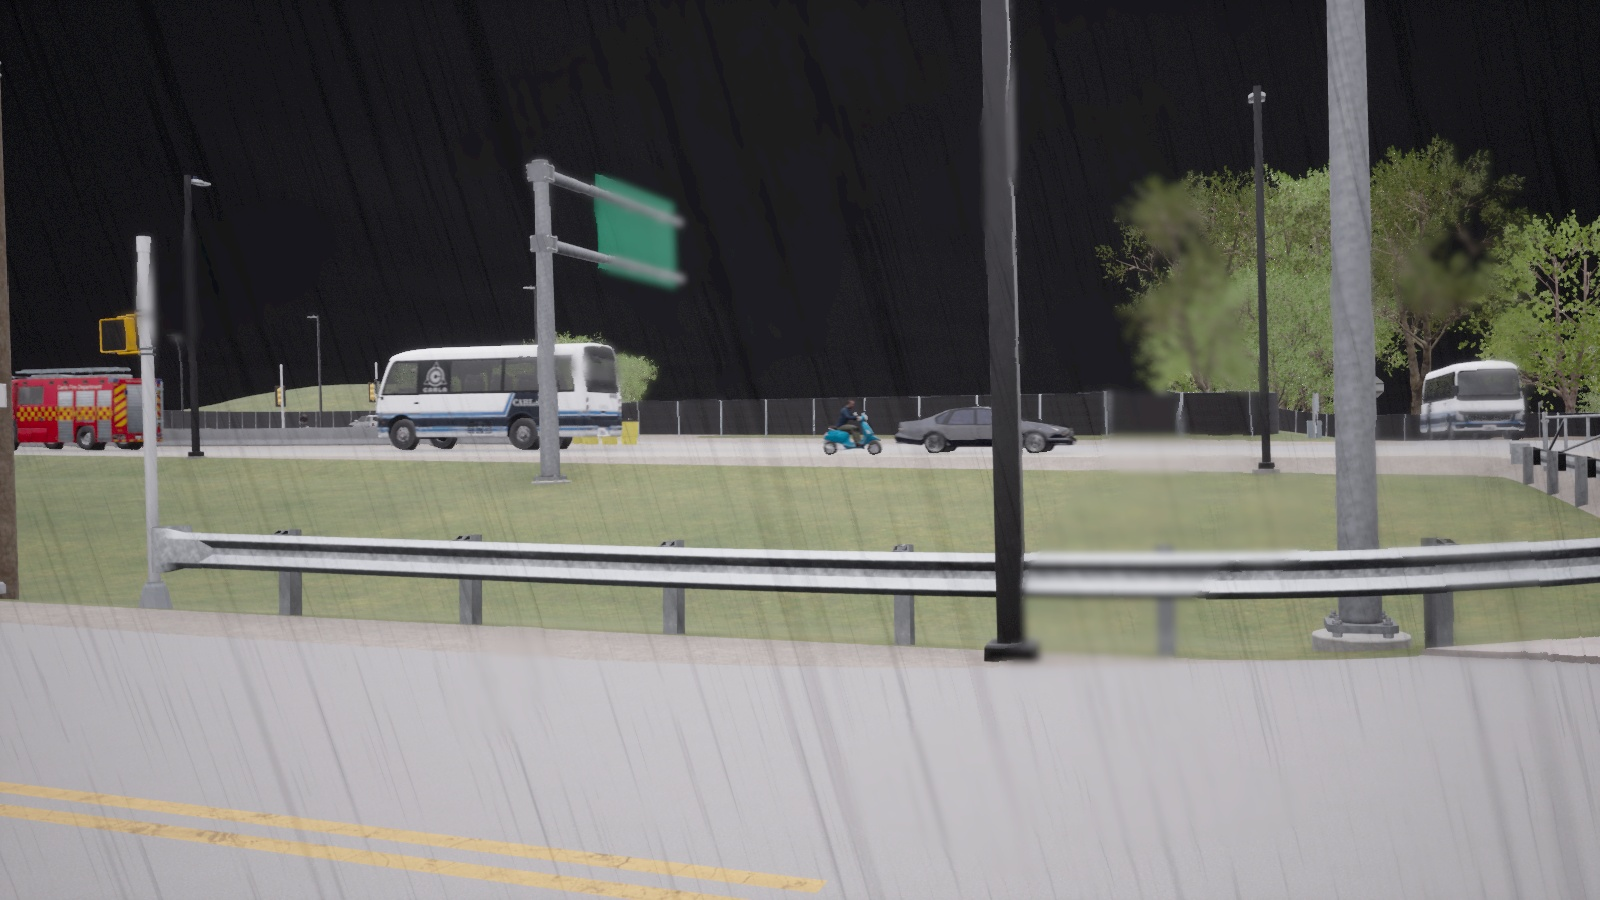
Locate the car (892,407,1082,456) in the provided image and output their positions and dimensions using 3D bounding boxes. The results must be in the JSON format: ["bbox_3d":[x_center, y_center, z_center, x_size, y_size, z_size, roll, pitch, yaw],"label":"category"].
[{"bbox_3d":[5.649,-0.562,37.887,5.357,1.411,2.033,0,1,19],"label":"car"}]

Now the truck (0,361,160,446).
[{"bbox_3d":[-34.783,-2.148,59.516,8.468,3.827,2.891,0,1,19],"label":"truck"}]

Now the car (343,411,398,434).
[{"bbox_3d":[-28.453,-1.820,83.145,1.970,1.475,3.806,-2,2,-44],"label":"car"}]

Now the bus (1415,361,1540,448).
[{"bbox_3d":[36.542,-2.280,68.237,3.944,4.253,10.273,0,0,17],"label":"bus"}]

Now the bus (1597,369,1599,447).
[{"bbox_3d":[43.704,-2.281,63.183,3.944,4.253,10.273,-1,0,20],"label":"bus"}]

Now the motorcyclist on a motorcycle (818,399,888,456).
[{"bbox_3d":[1.511,-0.627,35.632,1.817,1.590,0.866,0,1,19],"label":"motorcyclist on a motorcycle"}]

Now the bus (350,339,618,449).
[{"bbox_3d":[-13.029,-2.218,51.858,10.273,4.253,3.944,0,1,19],"label":"bus"}]
